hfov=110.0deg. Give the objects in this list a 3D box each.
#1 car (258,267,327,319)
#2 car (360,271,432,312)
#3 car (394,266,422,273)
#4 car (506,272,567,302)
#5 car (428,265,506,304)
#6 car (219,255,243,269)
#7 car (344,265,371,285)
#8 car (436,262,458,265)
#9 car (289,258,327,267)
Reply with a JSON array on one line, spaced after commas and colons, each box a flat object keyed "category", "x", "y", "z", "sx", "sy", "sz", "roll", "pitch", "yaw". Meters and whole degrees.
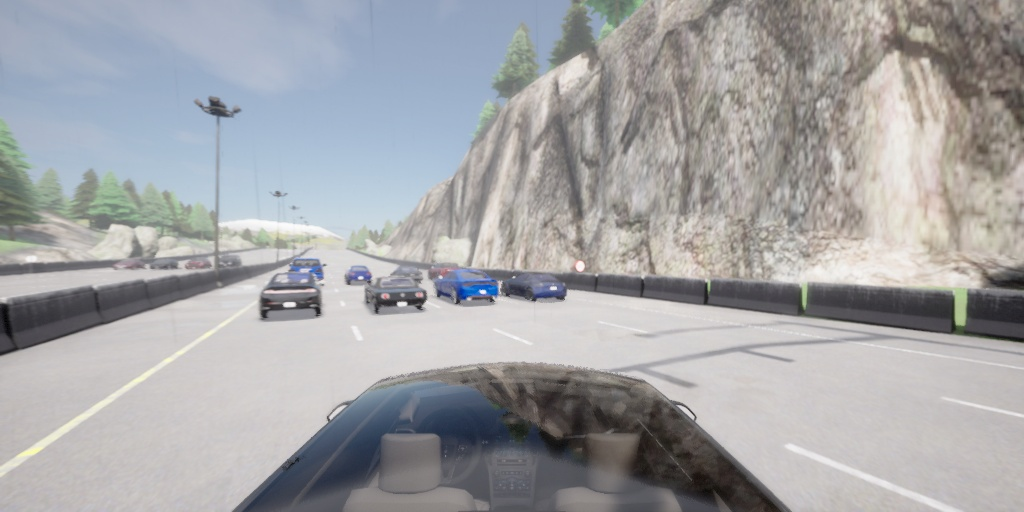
[{"category": "car", "x": -8.226, "y": 1.360, "z": 13.633, "sx": 2.128, "sy": 1.511, "sz": 4.902, "roll": 0, "pitch": 0, "yaw": -27}, {"category": "car", "x": -5.024, "y": 1.488, "z": 15.057, "sx": 1.895, "sy": 1.301, "sz": 4.718, "roll": 0, "pitch": -1, "yaw": -28}, {"category": "car", "x": -8.633, "y": 1.501, "z": 29.283, "sx": 2.033, "sy": 1.411, "sz": 5.357, "roll": 0, "pitch": 0, "yaw": -28}, {"category": "car", "x": 1.025, "y": 1.495, "z": 18.604, "sx": 1.994, "sy": 1.385, "sz": 4.181, "roll": 0, "pitch": 0, "yaw": -27}, {"category": "car", "x": -2.390, "y": 1.391, "z": 17.580, "sx": 1.882, "sy": 1.535, "sz": 5.008, "roll": 0, "pitch": 0, "yaw": -27}, {"category": "car", "x": -40.052, "y": 0.877, "z": 51.014, "sx": 2.150, "sy": 2.045, "sz": 5.566, "roll": 0, "pitch": 1, "yaw": -27}, {"category": "car", "x": -12.349, "y": 1.458, "z": 28.853, "sx": 1.812, "sy": 1.442, "sz": 4.674, "roll": 0, "pitch": 0, "yaw": -27}, {"category": "car", "x": -5.953, "y": 1.326, "z": 31.731, "sx": 2.097, "sy": 1.767, "sz": 4.553, "roll": 0, "pitch": 0, "yaw": -27}, {"category": "car", "x": -14.830, "y": 1.136, "z": 26.033, "sx": 2.150, "sy": 2.045, "sz": 5.566, "roll": 0, "pitch": 0, "yaw": -28}]
